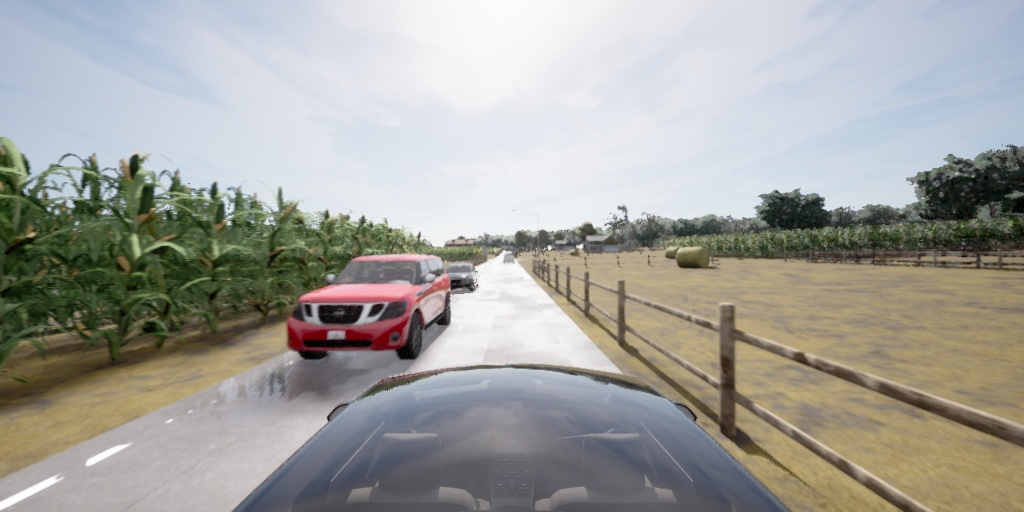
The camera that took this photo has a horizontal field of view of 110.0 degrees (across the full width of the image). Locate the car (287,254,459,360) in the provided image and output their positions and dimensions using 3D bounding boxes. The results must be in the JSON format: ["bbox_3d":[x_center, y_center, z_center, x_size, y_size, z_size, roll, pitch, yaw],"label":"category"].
[{"bbox_3d":[-2.892,0.963,8.723,2.150,2.045,5.566,0,0,1],"label":"car"}]

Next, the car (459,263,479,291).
[{"bbox_3d":[-2.991,1.175,21.008,1.837,1.490,4.892,0,1,0],"label":"car"}]
